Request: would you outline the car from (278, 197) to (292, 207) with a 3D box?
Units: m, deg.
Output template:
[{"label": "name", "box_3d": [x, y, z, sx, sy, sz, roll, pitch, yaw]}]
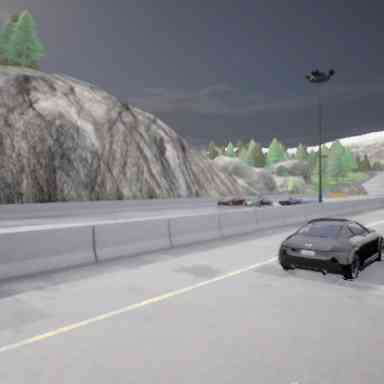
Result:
[{"label": "car", "box_3d": [12.446, 1.277, 41.191, 1.895, 1.301, 4.718, 0, 0, 41]}]

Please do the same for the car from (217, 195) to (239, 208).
[{"label": "car", "box_3d": [5.295, 1.197, 43.609, 1.882, 1.535, 5.008, 0, 0, 41]}]

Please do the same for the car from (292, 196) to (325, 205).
[{"label": "car", "box_3d": [13.129, 1.221, 36.606, 1.812, 1.442, 4.674, 0, 0, 40]}]

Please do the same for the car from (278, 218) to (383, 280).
[{"label": "car", "box_3d": [4.239, 1.477, 9.850, 1.994, 1.385, 4.181, 0, 0, 41]}]

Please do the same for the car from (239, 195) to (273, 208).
[{"label": "car", "box_3d": [8.454, 1.195, 41.914, 2.128, 1.511, 4.902, 0, 0, 41]}]
